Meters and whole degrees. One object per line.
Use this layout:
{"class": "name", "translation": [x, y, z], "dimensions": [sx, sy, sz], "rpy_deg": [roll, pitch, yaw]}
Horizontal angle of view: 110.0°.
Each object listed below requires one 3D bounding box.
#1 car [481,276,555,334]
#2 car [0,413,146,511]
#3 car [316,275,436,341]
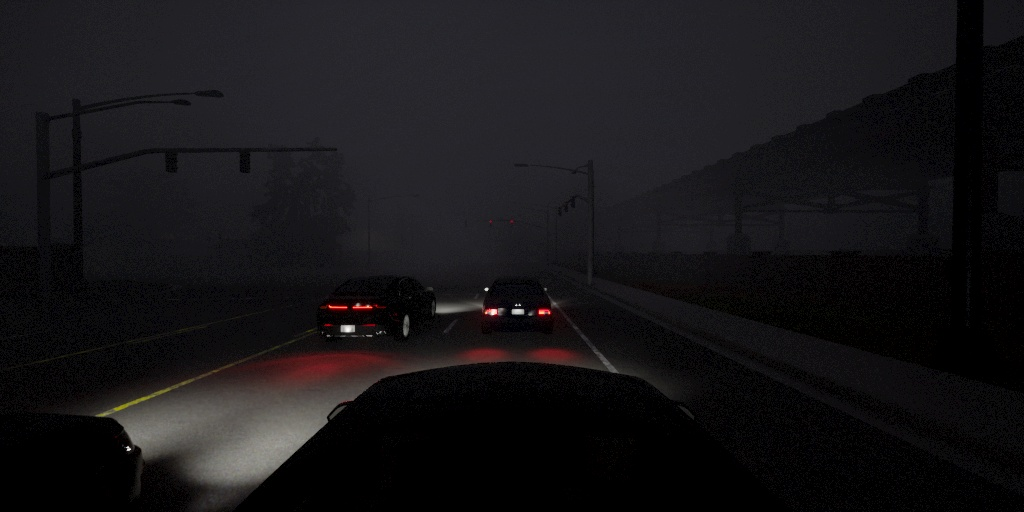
{"class": "car", "translation": [0.122, 1.301, 10.586], "dimensions": [2.033, 1.411, 5.357], "rpy_deg": [0, 0, 0]}
{"class": "car", "translation": [-3.403, 1.252, 0.371], "dimensions": [1.837, 1.490, 4.892], "rpy_deg": [0, 0, 0]}
{"class": "car", "translation": [-3.383, 1.255, 9.820], "dimensions": [1.837, 1.490, 4.892], "rpy_deg": [0, 0, 0]}
